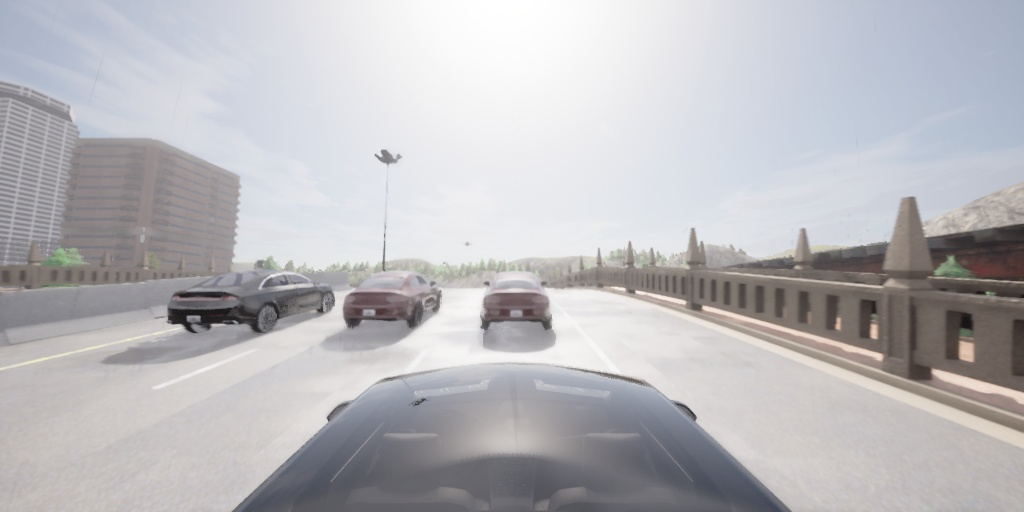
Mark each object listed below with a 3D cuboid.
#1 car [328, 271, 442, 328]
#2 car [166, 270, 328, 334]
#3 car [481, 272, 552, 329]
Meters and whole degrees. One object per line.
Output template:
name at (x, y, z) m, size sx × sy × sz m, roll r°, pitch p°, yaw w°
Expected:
car at (-3.394, 1.182, 10.830) m, size 1.812 × 1.442 × 4.674 m, roll 0°, pitch 0°, yaw 0°
car at (-6.895, 1.147, 10.196) m, size 2.128 × 1.511 × 4.902 m, roll 0°, pitch 0°, yaw 0°
car at (0.106, 1.185, 10.722) m, size 1.812 × 1.442 × 4.674 m, roll 0°, pitch 0°, yaw 0°
